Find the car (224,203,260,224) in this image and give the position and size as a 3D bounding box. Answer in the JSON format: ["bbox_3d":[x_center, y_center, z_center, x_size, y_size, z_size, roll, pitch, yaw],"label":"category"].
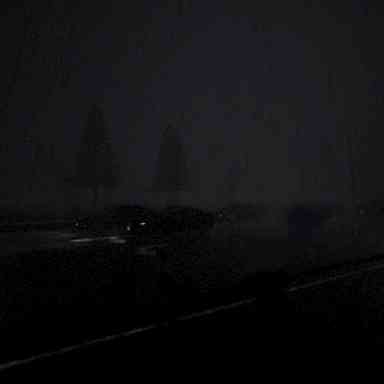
[{"bbox_3d":[3.698,1.531,25.017,5.357,1.411,2.033,0,0,-35],"label":"car"}]

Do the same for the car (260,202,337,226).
[{"bbox_3d":[7.582,1.529,23.485,5.357,1.411,2.033,0,0,-35],"label":"car"}]

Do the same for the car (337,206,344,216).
[{"bbox_3d":[12.015,1.575,30.918,4.718,1.301,1.895,0,0,-35],"label":"car"}]

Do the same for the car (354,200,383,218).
[{"bbox_3d":[16.516,1.464,29.817,4.902,1.511,2.128,0,0,-35],"label":"car"}]

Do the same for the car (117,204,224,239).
[{"bbox_3d":[-1.047,1.483,17.346,4.902,1.511,2.128,0,0,-35],"label":"car"}]

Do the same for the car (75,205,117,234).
[{"bbox_3d":[-4.240,1.498,19.372,4.892,1.490,1.837,0,0,-35],"label":"car"}]
